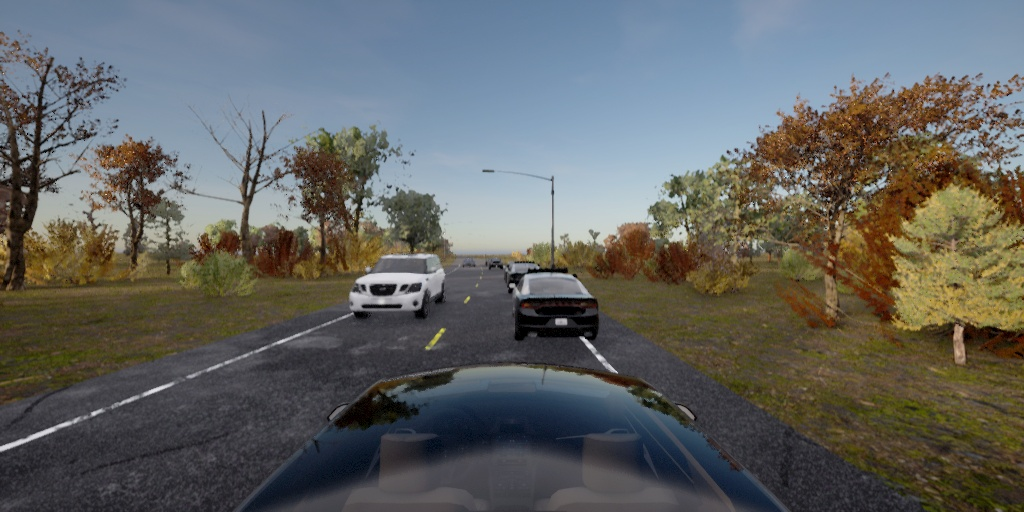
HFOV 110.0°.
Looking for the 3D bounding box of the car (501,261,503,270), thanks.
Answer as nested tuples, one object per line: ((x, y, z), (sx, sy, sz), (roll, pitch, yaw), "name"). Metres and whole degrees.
((0.407, 1.121, 25.938), (1.882, 1.535, 5.008), (0, 0, -3), "car")

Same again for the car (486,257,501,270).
((-2.180, 1.053, 47.609), (1.837, 1.490, 4.892), (0, 0, -5), "car")

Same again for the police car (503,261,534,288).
((0.674, 1.098, 20.019), (1.930, 1.638, 5.238), (0, 0, -2), "police car")

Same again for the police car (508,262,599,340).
((0.966, 1.141, 9.968), (1.930, 1.638, 5.238), (0, 0, -1), "police car")

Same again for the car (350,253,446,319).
((-3.777, 0.924, 12.944), (2.150, 2.045, 5.566), (0, 0, -1), "car")

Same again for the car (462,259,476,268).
((-6.553, 1.081, 54.570), (1.994, 1.385, 4.181), (0, 0, -6), "car")
